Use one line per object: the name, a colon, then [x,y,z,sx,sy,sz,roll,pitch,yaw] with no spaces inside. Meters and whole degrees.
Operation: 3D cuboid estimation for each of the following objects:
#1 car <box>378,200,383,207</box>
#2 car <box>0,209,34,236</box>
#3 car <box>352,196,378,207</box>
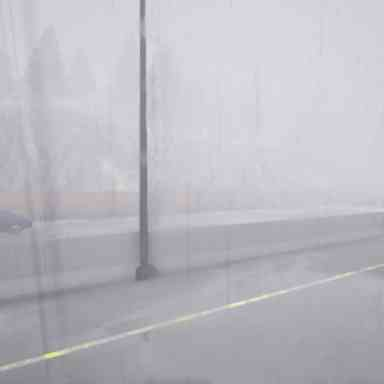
car: [28.096,1.327,45.858,5.008,1.535,1.882,0,0,-38]
car: [-10.977,1.614,17.619,4.674,1.442,1.812,0,0,-36]
car: [24.934,1.349,47.787,5.008,1.535,1.882,0,0,-37]
